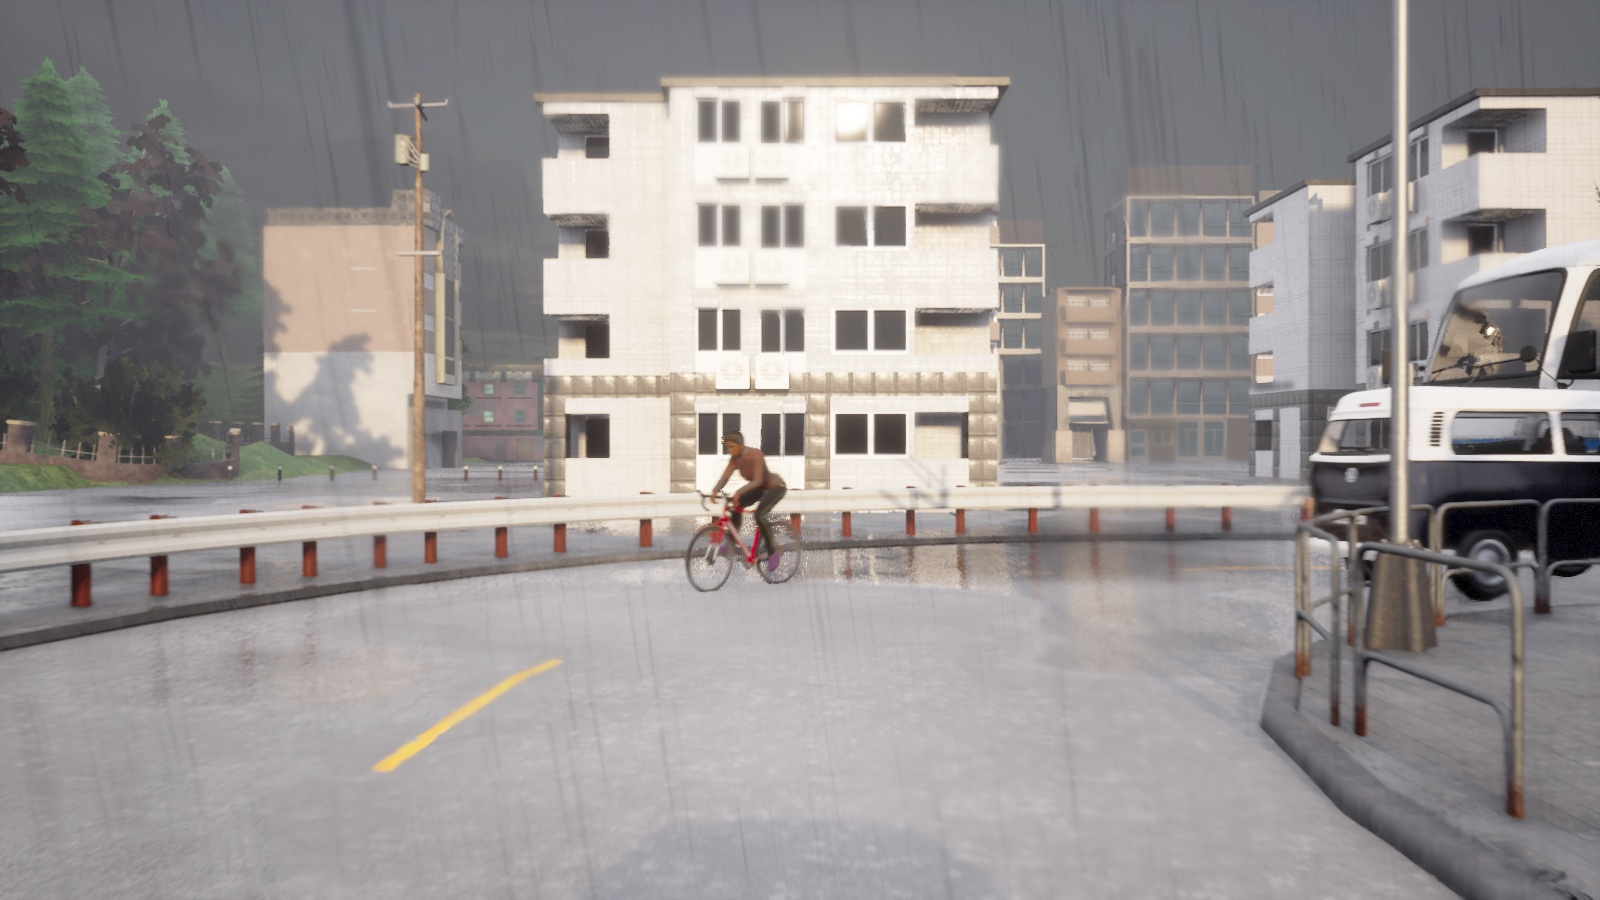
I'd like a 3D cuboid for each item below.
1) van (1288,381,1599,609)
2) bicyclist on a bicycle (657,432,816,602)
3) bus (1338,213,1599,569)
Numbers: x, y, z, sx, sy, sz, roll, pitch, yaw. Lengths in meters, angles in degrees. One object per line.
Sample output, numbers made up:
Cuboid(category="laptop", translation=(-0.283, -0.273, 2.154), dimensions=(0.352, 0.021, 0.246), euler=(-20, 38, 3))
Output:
Cuboid(category="van", translation=(7.558, 0.404, 12.738), dimensions=(4.480, 2.038, 2.069), euler=(0, 0, -14))
Cuboid(category="bicyclist on a bicycle", translation=(-0.623, 0.629, 12.785), dimensions=(0.582, 1.620, 1.656), euler=(2, 2, 44))
Cuboid(category="bus", translation=(13.252, -0.715, 16.961), dimensions=(10.273, 4.253, 3.944), euler=(0, 0, 0))
